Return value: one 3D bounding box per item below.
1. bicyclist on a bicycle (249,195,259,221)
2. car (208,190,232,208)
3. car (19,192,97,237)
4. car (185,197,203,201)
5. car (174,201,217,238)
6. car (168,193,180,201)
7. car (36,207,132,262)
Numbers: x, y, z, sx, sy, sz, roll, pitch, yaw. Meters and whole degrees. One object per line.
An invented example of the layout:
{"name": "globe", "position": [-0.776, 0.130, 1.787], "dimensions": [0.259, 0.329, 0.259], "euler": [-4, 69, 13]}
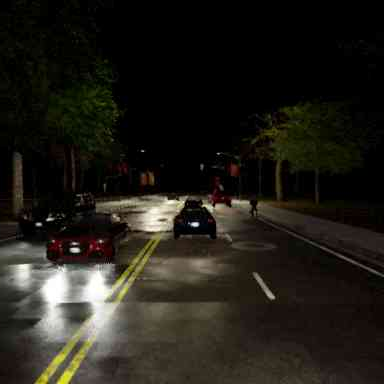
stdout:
{"name": "bicyclist on a bicycle", "position": [4.195, 1.098, 22.737], "dimensions": [0.659, 1.776, 1.843], "euler": [0, 1, 0]}
{"name": "car", "position": [3.439, 0.749, 39.741], "dimensions": [2.150, 2.045, 5.566], "euler": [0, 1, 0]}
{"name": "car", "position": [-6.561, 1.016, 17.083], "dimensions": [2.150, 2.045, 5.566], "euler": [0, 1, 1]}
{"name": "car", "position": [0.177, 1.190, 34.359], "dimensions": [1.895, 1.301, 4.718], "euler": [0, 1, 0]}
{"name": "car", "position": [0.137, 1.365, 16.476], "dimensions": [1.994, 1.385, 4.181], "euler": [0, 1, 0]}
{"name": "car", "position": [-3.121, 0.835, 57.485], "dimensions": [1.882, 1.535, 5.008], "euler": [0, 1, 0]}
{"name": "car", "position": [-3.326, 1.424, 11.445], "dimensions": [1.994, 1.385, 4.181], "euler": [0, 1, 0]}
